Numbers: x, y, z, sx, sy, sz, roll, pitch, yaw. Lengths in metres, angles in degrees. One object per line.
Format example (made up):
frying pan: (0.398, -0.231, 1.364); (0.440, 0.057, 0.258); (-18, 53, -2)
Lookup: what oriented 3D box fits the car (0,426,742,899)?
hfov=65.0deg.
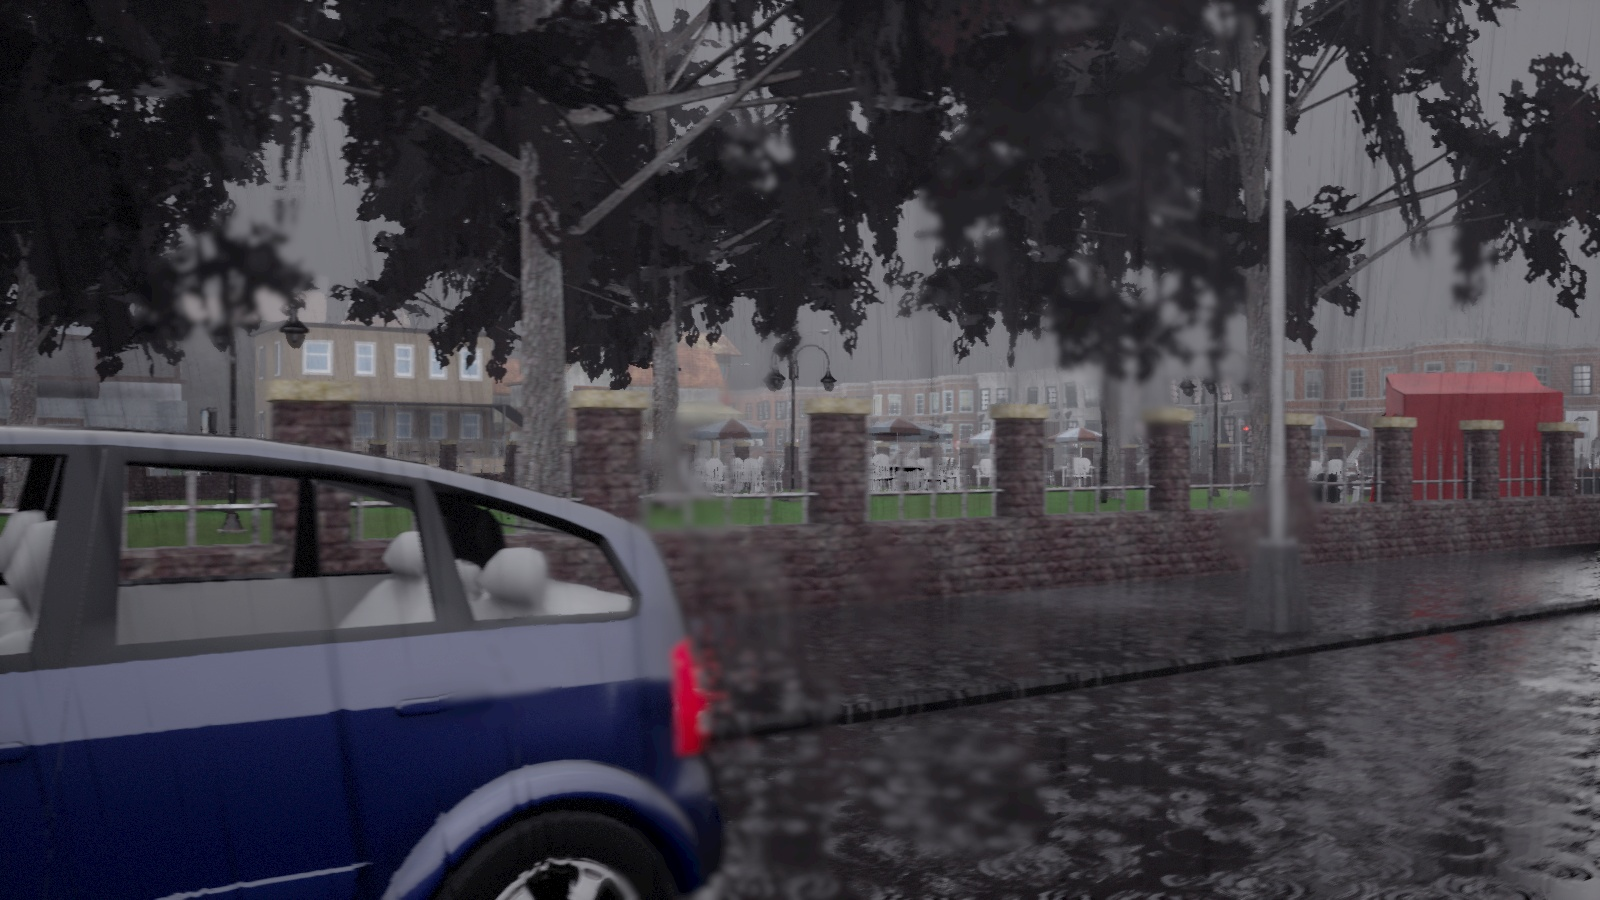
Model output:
car: (-2.175, 0.735, 2.754); (3.705, 1.549, 1.789); (0, 0, -35)
